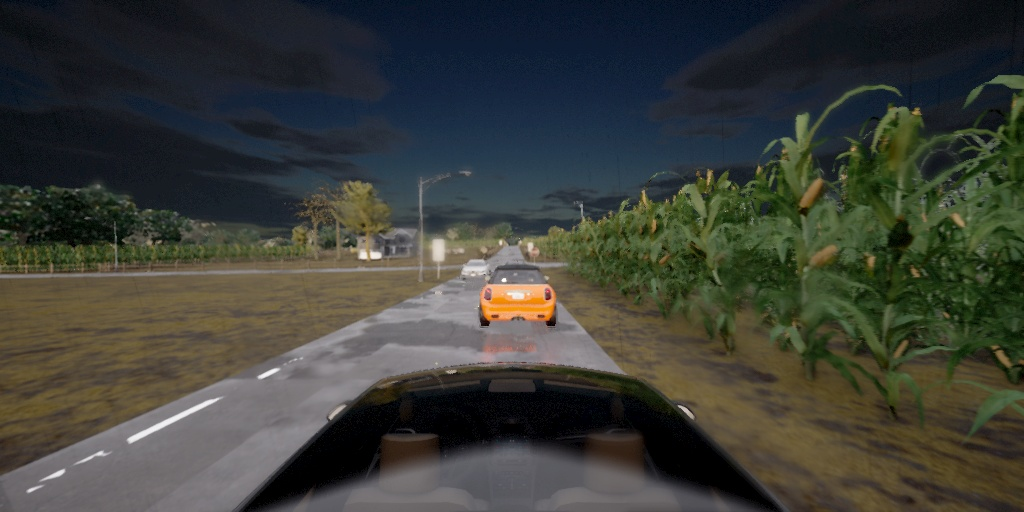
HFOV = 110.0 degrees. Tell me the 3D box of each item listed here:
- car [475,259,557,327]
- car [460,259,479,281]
[{"bbox_3d":[0.162,1.049,11.470,2.097,1.767,4.553,0,1,0],"label":"car"},{"bbox_3d":[-2.645,0.995,27.069,1.812,1.442,4.674,0,1,1],"label":"car"}]
